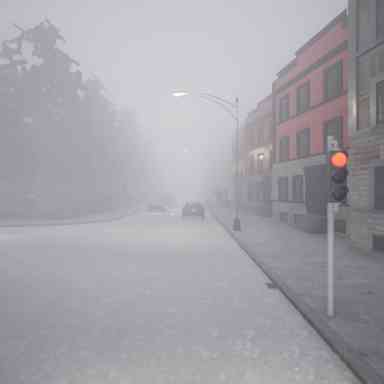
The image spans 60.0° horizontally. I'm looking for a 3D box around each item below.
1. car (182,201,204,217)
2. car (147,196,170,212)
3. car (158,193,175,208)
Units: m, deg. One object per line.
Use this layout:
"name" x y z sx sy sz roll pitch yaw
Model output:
"car" 0.109 1.564 31.065 1.994 1.385 4.181 0 0 0
"car" -4.095 1.547 39.352 2.033 1.411 5.357 0 0 0
"car" -4.088 1.221 49.539 2.150 2.045 5.566 0 0 0
